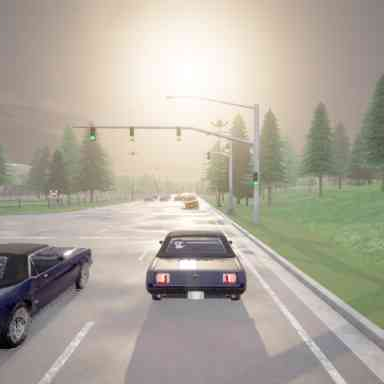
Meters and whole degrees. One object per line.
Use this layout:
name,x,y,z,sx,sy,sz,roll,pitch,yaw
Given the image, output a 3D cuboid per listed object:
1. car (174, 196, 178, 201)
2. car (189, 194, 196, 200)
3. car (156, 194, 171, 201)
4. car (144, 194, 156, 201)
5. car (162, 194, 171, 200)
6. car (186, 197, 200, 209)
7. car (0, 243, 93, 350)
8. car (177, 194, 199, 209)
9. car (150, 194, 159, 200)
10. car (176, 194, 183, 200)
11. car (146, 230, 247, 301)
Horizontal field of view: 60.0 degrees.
car,-3.339,1.545,81.012,1.994,1.385,4.181,0,0,0
car,0.181,1.372,91.008,2.033,1.411,5.357,0,0,0
car,-6.840,1.531,80.602,2.033,1.411,5.357,0,0,0
car,-10.340,1.531,80.609,2.033,1.411,5.357,0,0,0
car,-6.819,1.372,91.022,2.033,1.411,5.357,0,0,0
car,0.097,1.591,49.966,2.033,1.411,5.357,0,2,0
car,-3.389,1.601,6.175,1.895,1.301,4.718,0,0,0
car,-0.344,1.057,46.583,1.882,1.535,5.008,-11,16,-7
car,-10.319,1.332,91.029,1.837,1.490,4.892,0,0,0
car,-3.319,1.357,91.015,1.812,1.442,4.674,0,0,0
car,0.096,1.601,8.301,1.895,1.301,4.718,0,0,0
